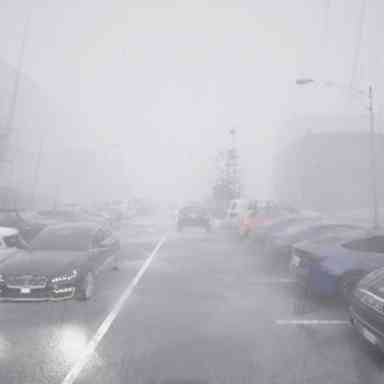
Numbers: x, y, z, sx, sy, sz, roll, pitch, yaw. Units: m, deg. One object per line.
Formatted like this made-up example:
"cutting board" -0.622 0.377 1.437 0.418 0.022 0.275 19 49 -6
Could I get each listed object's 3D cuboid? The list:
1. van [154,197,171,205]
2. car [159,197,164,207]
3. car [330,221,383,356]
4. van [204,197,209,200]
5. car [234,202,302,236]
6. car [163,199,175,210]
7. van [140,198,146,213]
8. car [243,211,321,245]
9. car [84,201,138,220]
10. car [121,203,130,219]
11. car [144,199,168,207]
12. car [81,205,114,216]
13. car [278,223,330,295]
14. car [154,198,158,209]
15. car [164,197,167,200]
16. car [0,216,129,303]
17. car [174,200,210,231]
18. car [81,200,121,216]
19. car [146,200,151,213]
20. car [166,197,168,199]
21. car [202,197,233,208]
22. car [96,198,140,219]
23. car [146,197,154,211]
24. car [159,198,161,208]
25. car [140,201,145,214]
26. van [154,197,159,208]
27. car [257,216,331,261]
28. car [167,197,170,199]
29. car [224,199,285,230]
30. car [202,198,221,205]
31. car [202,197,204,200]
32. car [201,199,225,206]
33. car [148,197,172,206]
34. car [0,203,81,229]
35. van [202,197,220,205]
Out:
"van" -7.754 2.342 87.408 4.442 1.987 1.878 0 -1 0
"car" -7.609 2.017 56.703 4.553 1.767 2.185 0 -1 0
"car" 4.712 1.410 4.648 4.553 1.767 2.185 0 -1 0
"van" 4.806 1.953 59.777 4.442 1.987 1.878 0 -1 0
"car" 4.651 1.549 16.525 4.553 1.767 2.185 0 -1 0
"car" -3.056 2.189 53.449 1.994 1.385 4.181 0 -1 0
"van" -7.761 1.689 37.152 4.442 1.987 1.878 0 -1 0
"car" 4.679 1.680 13.585 4.674 1.452 2.002 0 -1 0
"car" -7.614 1.724 31.564 4.553 1.767 2.185 0 -1 0
"car" -7.675 1.814 25.975 4.792 1.488 2.163 0 -1 0
"car" -7.669 2.335 70.670 4.792 1.488 2.163 0 -1 0
"car" -7.617 1.749 20.386 4.792 1.488 2.163 0 -1 0
"car" 4.710 1.600 7.584 4.792 1.488 2.163 0 -1 0
"car" -7.638 2.011 45.404 5.008 1.535 2.097 0 -1 0
"car" -7.826 2.205 62.290 5.366 1.575 1.946 0 -1 0
"car" -3.099 1.607 8.624 1.837 1.490 4.892 0 -1 0
"car" 0.102 1.622 23.112 2.097 1.767 4.553 0 -1 0
"car" -7.678 1.626 23.184 4.553 1.767 2.185 0 -1 0
"car" -7.641 1.987 39.942 4.674 1.452 2.002 0 -1 0
"car" -7.669 2.270 65.082 4.792 1.488 2.163 0 -1 0
"car" 4.718 1.960 62.568 5.566 2.045 2.435 0 -1 0
"car" -7.673 1.566 28.770 5.566 2.045 2.435 0 -1 0
"car" -7.674 1.854 42.736 4.553 1.767 2.185 0 -1 0
"car" -7.648 2.079 51.116 4.892 1.521 2.231 0 -1 0
"car" -7.673 1.912 34.353 4.792 1.488 2.163 0 -1 0
"van" -7.526 1.819 48.325 4.442 1.987 1.878 0 -1 0
"car" 4.679 1.644 10.522 4.674 1.452 2.002 0 -1 0
"car" -7.825 2.270 67.877 5.366 1.575 1.946 0 -1 0
"car" 4.711 1.456 19.339 5.566 2.045 2.435 0 -1 0
"car" 4.661 2.281 79.314 4.553 1.767 2.185 0 -1 0
"car" 0.106 1.838 41.473 2.097 1.767 4.553 0 -1 0
"car" 4.877 2.370 76.394 5.366 1.575 1.946 0 -1 0
"car" -7.610 2.152 79.054 5.566 2.045 2.435 0 -1 0
"car" -7.679 1.527 14.678 4.553 1.767 2.185 0 -1 0
"van" 4.810 2.274 84.881 4.442 1.987 1.878 0 -1 0
